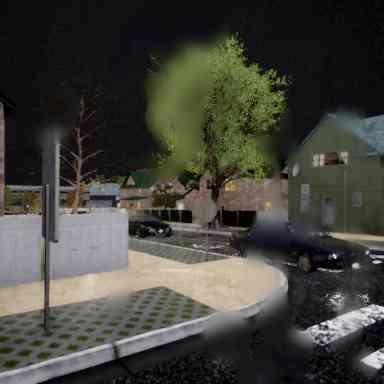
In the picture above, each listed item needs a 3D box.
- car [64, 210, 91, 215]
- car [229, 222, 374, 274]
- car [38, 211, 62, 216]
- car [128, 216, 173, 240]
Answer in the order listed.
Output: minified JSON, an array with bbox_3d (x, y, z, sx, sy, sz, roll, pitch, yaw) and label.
[{"bbox_3d":[-10.719,2.690,32.564,1.837,1.490,4.892,1,-3,-35],"label":"car"},{"bbox_3d":[3.399,1.774,11.717,2.033,1.411,5.357,0,-2,-27],"label":"car"},{"bbox_3d":[-19.911,3.307,45.743,2.128,1.511,4.902,1,-3,-35],"label":"car"},{"bbox_3d":[-2.987,2.236,21.608,1.994,1.385,4.181,0,-2,-34],"label":"car"}]
